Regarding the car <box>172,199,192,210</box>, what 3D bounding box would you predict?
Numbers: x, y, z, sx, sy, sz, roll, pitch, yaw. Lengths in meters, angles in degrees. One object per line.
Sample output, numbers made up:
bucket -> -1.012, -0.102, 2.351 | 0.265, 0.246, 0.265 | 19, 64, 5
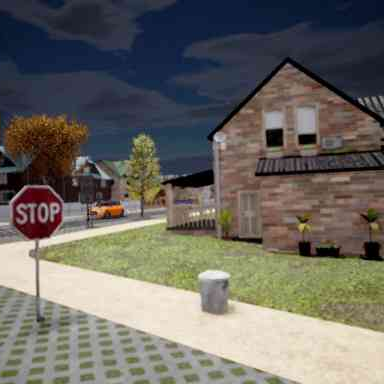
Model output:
car -> -1.616, 1.882, 52.891 | 2.097, 1.767, 4.553 | -2, -1, 18

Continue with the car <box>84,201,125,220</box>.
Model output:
car -> -8.237, 1.651, 31.545 | 2.097, 1.767, 4.553 | -2, -1, 17
